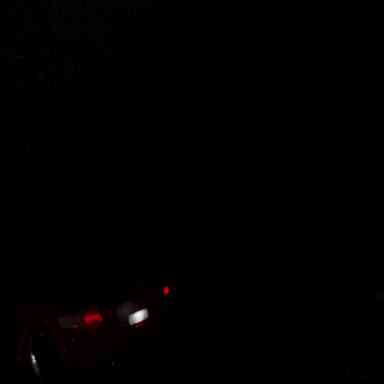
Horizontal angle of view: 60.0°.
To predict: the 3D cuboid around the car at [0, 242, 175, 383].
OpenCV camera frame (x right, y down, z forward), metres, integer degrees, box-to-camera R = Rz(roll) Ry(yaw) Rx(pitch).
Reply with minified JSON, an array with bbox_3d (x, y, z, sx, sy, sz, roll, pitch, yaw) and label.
[{"bbox_3d":[-2.318,1.519,5.343,4.181,1.385,1.994,1,0,35],"label":"car"}]
